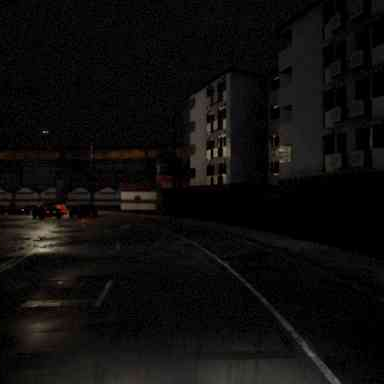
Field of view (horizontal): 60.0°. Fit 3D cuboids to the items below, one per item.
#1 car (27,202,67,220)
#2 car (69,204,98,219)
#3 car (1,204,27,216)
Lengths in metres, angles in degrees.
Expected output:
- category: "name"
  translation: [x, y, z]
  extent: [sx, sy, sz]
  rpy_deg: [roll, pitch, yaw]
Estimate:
- category: "car"
  translation: [-14.659, 1.991, 33.628]
  extent: [2.033, 1.411, 5.357]
  rpy_deg: [1, -1, -39]
- category: "car"
  translation: [-11.460, 1.990, 35.122]
  extent: [1.812, 1.442, 4.674]
  rpy_deg: [1, -1, -37]
- category: "car"
  translation: [-21.320, 2.093, 40.166]
  extent: [4.181, 1.385, 1.994]
  rpy_deg: [-1, -1, 40]
